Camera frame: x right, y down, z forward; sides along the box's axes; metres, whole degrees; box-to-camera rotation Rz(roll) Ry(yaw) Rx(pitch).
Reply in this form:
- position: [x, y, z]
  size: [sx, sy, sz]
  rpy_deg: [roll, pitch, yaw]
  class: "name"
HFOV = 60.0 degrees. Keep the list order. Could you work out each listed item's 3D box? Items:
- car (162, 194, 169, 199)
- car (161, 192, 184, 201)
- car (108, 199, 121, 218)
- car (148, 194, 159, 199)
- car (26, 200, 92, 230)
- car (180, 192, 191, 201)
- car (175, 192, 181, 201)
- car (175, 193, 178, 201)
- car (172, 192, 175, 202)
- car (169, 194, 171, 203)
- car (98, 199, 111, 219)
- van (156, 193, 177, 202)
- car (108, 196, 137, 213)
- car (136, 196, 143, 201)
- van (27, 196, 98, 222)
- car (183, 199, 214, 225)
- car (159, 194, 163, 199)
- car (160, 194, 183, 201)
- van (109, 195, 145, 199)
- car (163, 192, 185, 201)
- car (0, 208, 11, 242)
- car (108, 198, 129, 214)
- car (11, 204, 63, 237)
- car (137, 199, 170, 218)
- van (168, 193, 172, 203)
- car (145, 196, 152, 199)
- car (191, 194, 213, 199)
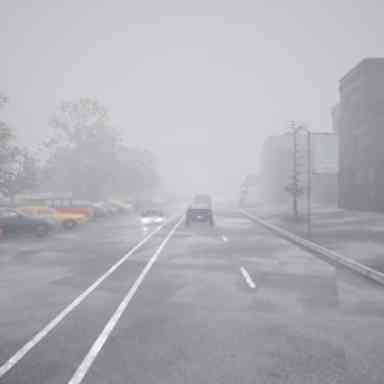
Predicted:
- position: [-7.127, 1.546, 55.467]
  size: [5.366, 1.575, 1.946]
  rpy_deg: [-1, 0, -16]
  class: "car"
- position: [-4.973, 1.160, 84.957]
  size: [5.566, 2.045, 2.435]
  rpy_deg: [-1, 0, -15]
  class: "car"
- position: [-8.842, 1.577, 28.742]
  size: [4.674, 1.452, 2.002]
  rpy_deg: [0, -1, -17]
  class: "car"
- position: [-7.705, 1.434, 49.494]
  size: [4.553, 1.767, 2.185]
  rpy_deg: [-1, 0, -16]
  class: "car"
- position: [-8.995, 1.507, 19.914]
  size: [5.366, 1.575, 1.946]
  rpy_deg: [-1, 0, -19]
  class: "car"
- position: [-0.724, 1.276, 71.636]
  size: [2.097, 1.767, 4.553]
  rpy_deg: [0, 0, 4]
  class: "car"
- position: [-5.952, 1.234, 73.131]
  size: [5.566, 2.045, 2.435]
  rpy_deg: [-1, 1, -16]
  class: "car"
- position: [-6.158, 1.500, 70.195]
  size: [5.008, 1.535, 2.097]
  rpy_deg: [-1, 0, -16]
  class: "car"
- position: [-6.412, 1.389, 67.231]
  size: [4.553, 1.767, 2.185]
  rpy_deg: [-1, 0, -15]
  class: "car"
- position: [-6.870, 1.566, 61.322]
  size: [4.792, 1.488, 2.163]
  rpy_deg: [-1, 0, -16]
  class: "car"
- position: [-8.976, 1.568, 25.790]
  size: [4.674, 1.452, 2.002]
  rpy_deg: [-1, 0, -18]
  class: "car"
- position: [-5.801, 1.245, 76.054]
  size: [4.442, 1.987, 1.878]
  rpy_deg: [-1, 1, -15]
  class: "van"
- position: [-8.782, 1.551, 34.601]
  size: [5.366, 1.575, 1.946]
  rpy_deg: [-1, 0, -18]
  class: "car"
- position: [-8.447, 1.556, 37.621]
  size: [5.008, 1.535, 2.097]
  rpy_deg: [-1, 0, -17]
  class: "car"
- position: [-8.974, 1.292, 22.863]
  size: [4.442, 1.987, 1.878]
  rpy_deg: [-1, 0, -18]
  class: "van"
- position: [0.576, 1.513, 24.756]
  size: [1.882, 1.535, 5.008]
  rpy_deg: [0, 0, 2]
  class: "car"
- position: [-7.531, 1.558, 52.452]
  size: [4.892, 1.521, 2.231]
  rpy_deg: [-1, 0, -16]
  class: "car"
- position: [-5.057, 1.425, 82.059]
  size: [5.366, 1.575, 1.946]
  rpy_deg: [-1, 0, -16]
  class: "car"
- position: [-8.404, 1.335, 40.551]
  size: [4.442, 1.987, 1.878]
  rpy_deg: [-1, 0, -17]
  class: "van"
- position: [-4.792, 1.141, 87.880]
  size: [5.566, 2.045, 2.435]
  rpy_deg: [-1, 1, -15]
  class: "car"
- position: [-9.402, 1.244, 10.931]
  size: [5.566, 2.045, 2.435]
  rpy_deg: [-1, 0, -19]
  class: "car"
- position: [-8.732, 1.585, 31.688]
  size: [4.674, 1.452, 2.002]
  rpy_deg: [-1, 0, -18]
  class: "car"
- position: [-9.252, 1.546, 16.884]
  size: [4.674, 1.452, 2.002]
  rpy_deg: [-1, 0, -19]
  class: "car"
- position: [-3.520, 1.617, 31.157]
  size: [1.994, 1.385, 4.181]
  rpy_deg: [0, 0, 3]
  class: "car"
- position: [-6.724, 1.302, 64.247]
  size: [4.442, 1.987, 1.878]
  rpy_deg: [-1, 0, -15]
  class: "van"
- position: [-8.118, 1.601, 43.557]
  size: [4.674, 1.452, 2.002]
  rpy_deg: [-1, 0, -17]
  class: "car"
- position: [1.422, 1.287, 42.676]
  size: [2.150, 2.045, 5.566]
  rpy_deg: [0, 0, 3]
  class: "car"
